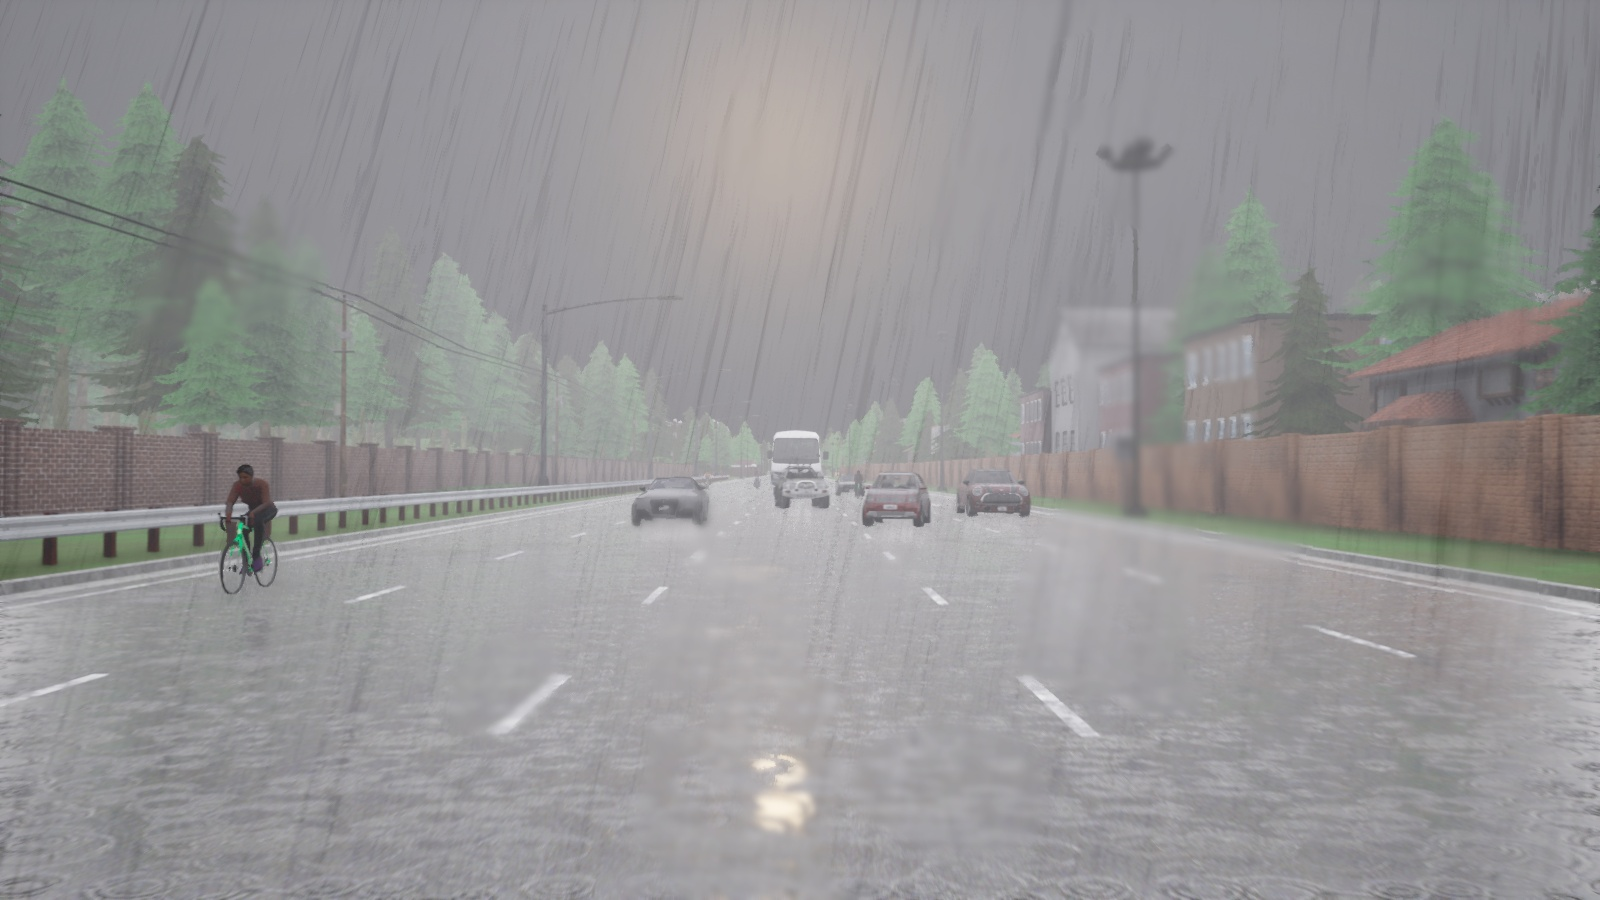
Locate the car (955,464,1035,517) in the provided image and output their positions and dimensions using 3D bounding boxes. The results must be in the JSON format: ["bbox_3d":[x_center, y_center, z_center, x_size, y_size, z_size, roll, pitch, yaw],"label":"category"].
[{"bbox_3d":[6.875,1.397,44.709,2.097,1.767,4.553,0,-1,0],"label":"car"}]

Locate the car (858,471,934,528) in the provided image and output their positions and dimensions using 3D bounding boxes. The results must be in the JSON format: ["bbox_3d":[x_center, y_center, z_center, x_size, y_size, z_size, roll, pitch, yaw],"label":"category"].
[{"bbox_3d":[2.848,1.397,36.572,1.789,1.549,3.705,0,-1,11],"label":"car"}]

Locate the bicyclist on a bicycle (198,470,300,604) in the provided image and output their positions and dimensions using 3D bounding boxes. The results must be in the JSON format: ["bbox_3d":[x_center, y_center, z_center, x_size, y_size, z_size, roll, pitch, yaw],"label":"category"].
[{"bbox_3d":[-7.041,1.067,16.123,0.582,1.620,1.656,0,-1,0],"label":"bicyclist on a bicycle"}]

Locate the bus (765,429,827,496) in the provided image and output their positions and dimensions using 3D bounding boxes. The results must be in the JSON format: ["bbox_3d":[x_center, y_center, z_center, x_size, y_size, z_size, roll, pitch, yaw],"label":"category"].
[{"bbox_3d":[-0.237,0.870,85.133,3.944,4.253,10.273,0,-1,0],"label":"bus"}]

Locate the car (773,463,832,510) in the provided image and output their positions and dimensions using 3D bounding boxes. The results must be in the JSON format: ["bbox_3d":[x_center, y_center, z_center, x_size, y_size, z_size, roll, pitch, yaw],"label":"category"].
[{"bbox_3d":[0.061,1.522,53.020,1.932,1.855,4.605,-1,-1,-7],"label":"car"}]

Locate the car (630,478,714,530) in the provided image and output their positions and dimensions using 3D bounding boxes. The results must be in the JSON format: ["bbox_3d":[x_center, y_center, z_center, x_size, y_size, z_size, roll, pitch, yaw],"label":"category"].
[{"bbox_3d":[-3.601,1.499,36.058,1.994,1.385,4.181,0,-1,0],"label":"car"}]

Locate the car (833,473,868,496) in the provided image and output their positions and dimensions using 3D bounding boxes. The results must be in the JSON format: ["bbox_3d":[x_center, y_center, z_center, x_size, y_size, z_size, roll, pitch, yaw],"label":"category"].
[{"bbox_3d":[3.275,2.228,82.009,2.033,1.411,5.357,0,-1,0],"label":"car"}]
